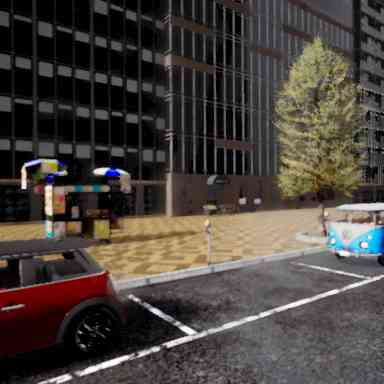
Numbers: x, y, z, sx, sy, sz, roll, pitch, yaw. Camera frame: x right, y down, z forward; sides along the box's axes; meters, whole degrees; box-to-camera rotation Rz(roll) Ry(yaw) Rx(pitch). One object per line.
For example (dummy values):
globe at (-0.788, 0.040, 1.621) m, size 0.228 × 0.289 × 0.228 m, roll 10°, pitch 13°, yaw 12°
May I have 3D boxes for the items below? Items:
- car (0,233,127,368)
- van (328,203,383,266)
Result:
car at (-3.057, 1.440, 4.380) m, size 4.097 × 1.590 × 1.967 m, roll 0°, pitch 0°, yaw -35°
van at (6.173, 1.264, 10.960) m, size 3.998 × 1.788 × 1.690 m, roll 0°, pitch 0°, yaw -35°
